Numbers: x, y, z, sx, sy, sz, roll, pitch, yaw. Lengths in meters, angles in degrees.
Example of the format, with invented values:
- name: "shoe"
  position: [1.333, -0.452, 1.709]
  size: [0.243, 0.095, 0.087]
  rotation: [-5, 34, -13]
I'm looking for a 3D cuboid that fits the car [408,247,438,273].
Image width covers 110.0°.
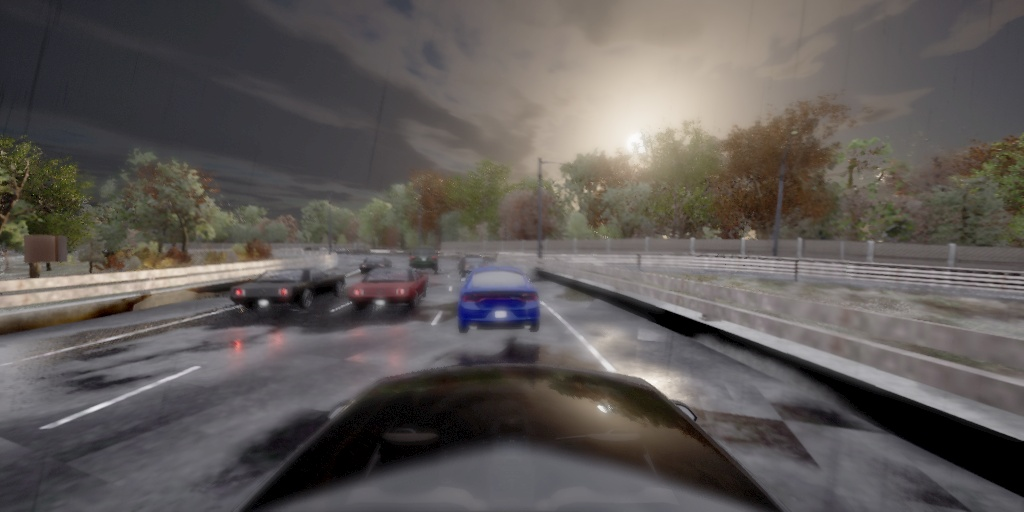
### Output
- name: "car"
  position: [-7.206, 0.291, 29.230]
  size: [2.150, 2.045, 5.566]
  rotation: [0, 1, -14]

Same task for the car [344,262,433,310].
- name: "car"
  position: [-4.229, 1.072, 13.110]
  size: [1.895, 1.301, 4.718]
  rotation: [0, 1, -6]

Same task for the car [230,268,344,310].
- name: "car"
  position: [-7.729, 1.079, 13.037]
  size: [1.895, 1.301, 4.718]
  rotation: [0, 1, -6]

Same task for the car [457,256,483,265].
- name: "car"
  position: [-2.871, 0.692, 26.013]
  size: [2.033, 1.411, 5.357]
  rotation: [0, 2, -12]

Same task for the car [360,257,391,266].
- name: "car"
  position: [-10.516, 0.708, 28.032]
  size: [1.895, 1.301, 4.718]
  rotation: [0, 1, -14]

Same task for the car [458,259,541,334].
- name: "car"
  position: [-0.425, 1.022, 9.928]
  size: [1.882, 1.535, 5.008]
  rotation: [0, 1, -5]
